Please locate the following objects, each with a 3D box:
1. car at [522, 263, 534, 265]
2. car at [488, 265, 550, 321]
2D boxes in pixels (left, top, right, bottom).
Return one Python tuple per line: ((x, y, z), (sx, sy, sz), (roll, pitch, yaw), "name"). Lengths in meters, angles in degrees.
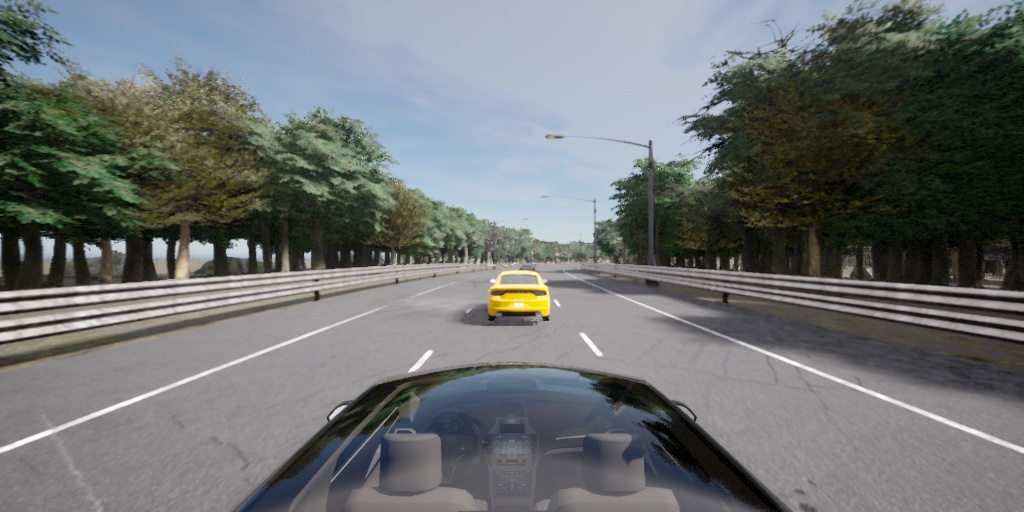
((1.968, 1.569, 44.264), (2.128, 1.511, 4.902), (0, -1, 5), "car")
((0.249, 1.254, 12.687), (1.882, 1.535, 5.008), (0, 0, 1), "car")
